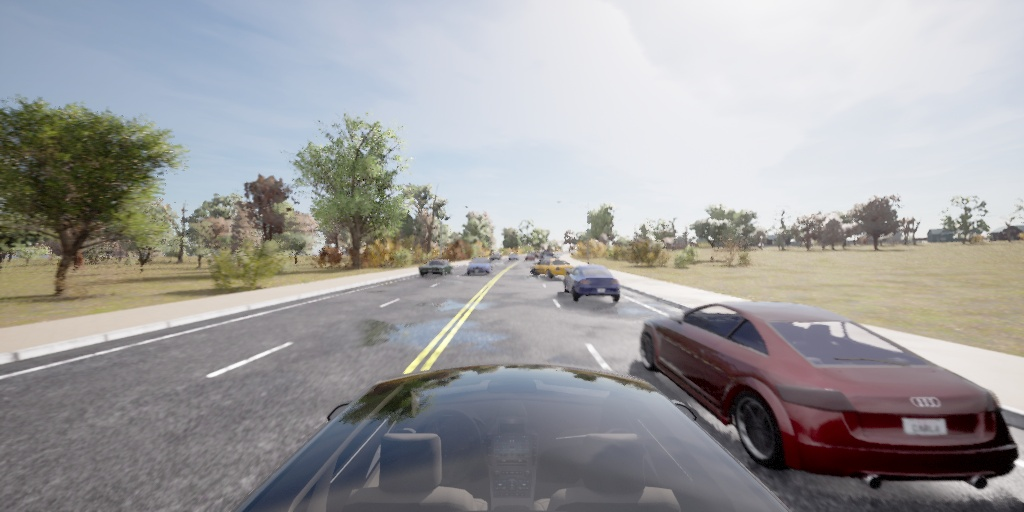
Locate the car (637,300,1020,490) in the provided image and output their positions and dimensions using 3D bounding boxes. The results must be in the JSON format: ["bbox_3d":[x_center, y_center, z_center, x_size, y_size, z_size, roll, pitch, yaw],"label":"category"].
[{"bbox_3d":[3.251,1.279,4.820,1.994,1.385,4.181,0,1,0],"label":"car"}]

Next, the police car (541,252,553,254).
[{"bbox_3d":[4.189,0.687,37.687,1.930,1.638,5.238,0,1,3],"label":"police car"}]

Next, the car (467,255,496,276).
[{"bbox_3d":[-2.698,0.880,30.891,1.812,1.442,4.674,0,1,3],"label":"car"}]

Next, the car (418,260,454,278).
[{"bbox_3d":[-6.039,0.979,28.961,1.895,1.301,4.718,0,1,2],"label":"car"}]

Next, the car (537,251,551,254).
[{"bbox_3d":[5.651,0.148,59.403,2.150,2.045,5.566,0,1,5],"label":"car"}]

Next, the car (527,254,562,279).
[{"bbox_3d":[3.124,0.858,27.842,1.801,1.575,5.366,0,1,-18],"label":"car"}]

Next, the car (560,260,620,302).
[{"bbox_3d":[3.392,1.096,15.743,1.812,1.442,4.674,0,1,1],"label":"car"}]
